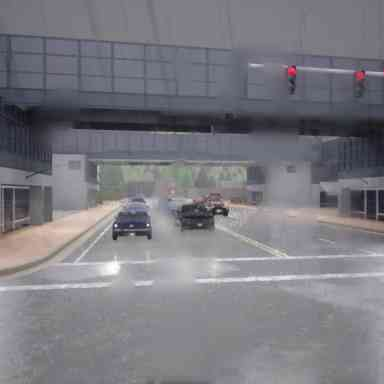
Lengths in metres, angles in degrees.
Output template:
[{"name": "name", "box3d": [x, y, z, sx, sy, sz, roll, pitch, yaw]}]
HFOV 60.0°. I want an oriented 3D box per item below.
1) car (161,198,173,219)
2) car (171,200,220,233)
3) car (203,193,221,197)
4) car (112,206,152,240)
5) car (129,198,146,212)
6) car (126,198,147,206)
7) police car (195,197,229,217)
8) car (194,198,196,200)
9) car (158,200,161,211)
[{"name": "car", "box3d": [-1.375, 1.478, 29.470, 1.882, 1.535, 5.008, 0, 0, -9]}, {"name": "car", "box3d": [0.044, 1.478, 20.174, 1.882, 1.535, 5.008, 0, 0, -9]}, {"name": "car", "box3d": [2.939, 1.221, 48.519, 2.150, 2.045, 5.566, 0, 0, -6]}, {"name": "car", "box3d": [-3.034, 1.601, 17.159, 1.895, 1.301, 4.718, 0, 0, -9]}, {"name": "car", "box3d": [-6.508, 1.478, 39.990, 1.882, 1.535, 5.008, 0, 0, -9]}, {"name": "car", "box3d": [-4.454, 1.478, 26.447, 1.882, 1.535, 5.008, 0, 0, -9]}, {"name": "police car", "box3d": [1.970, 1.509, 31.506, 2.038, 1.542, 4.974, 0, 0, -9]}, {"name": "car", "box3d": [1.300, 1.564, 58.951, 1.994, 1.385, 4.181, 0, 0, -9]}, {"name": "car", "box3d": [-3.034, 1.503, 40.414, 1.837, 1.490, 4.892, 0, 0, -9]}]
